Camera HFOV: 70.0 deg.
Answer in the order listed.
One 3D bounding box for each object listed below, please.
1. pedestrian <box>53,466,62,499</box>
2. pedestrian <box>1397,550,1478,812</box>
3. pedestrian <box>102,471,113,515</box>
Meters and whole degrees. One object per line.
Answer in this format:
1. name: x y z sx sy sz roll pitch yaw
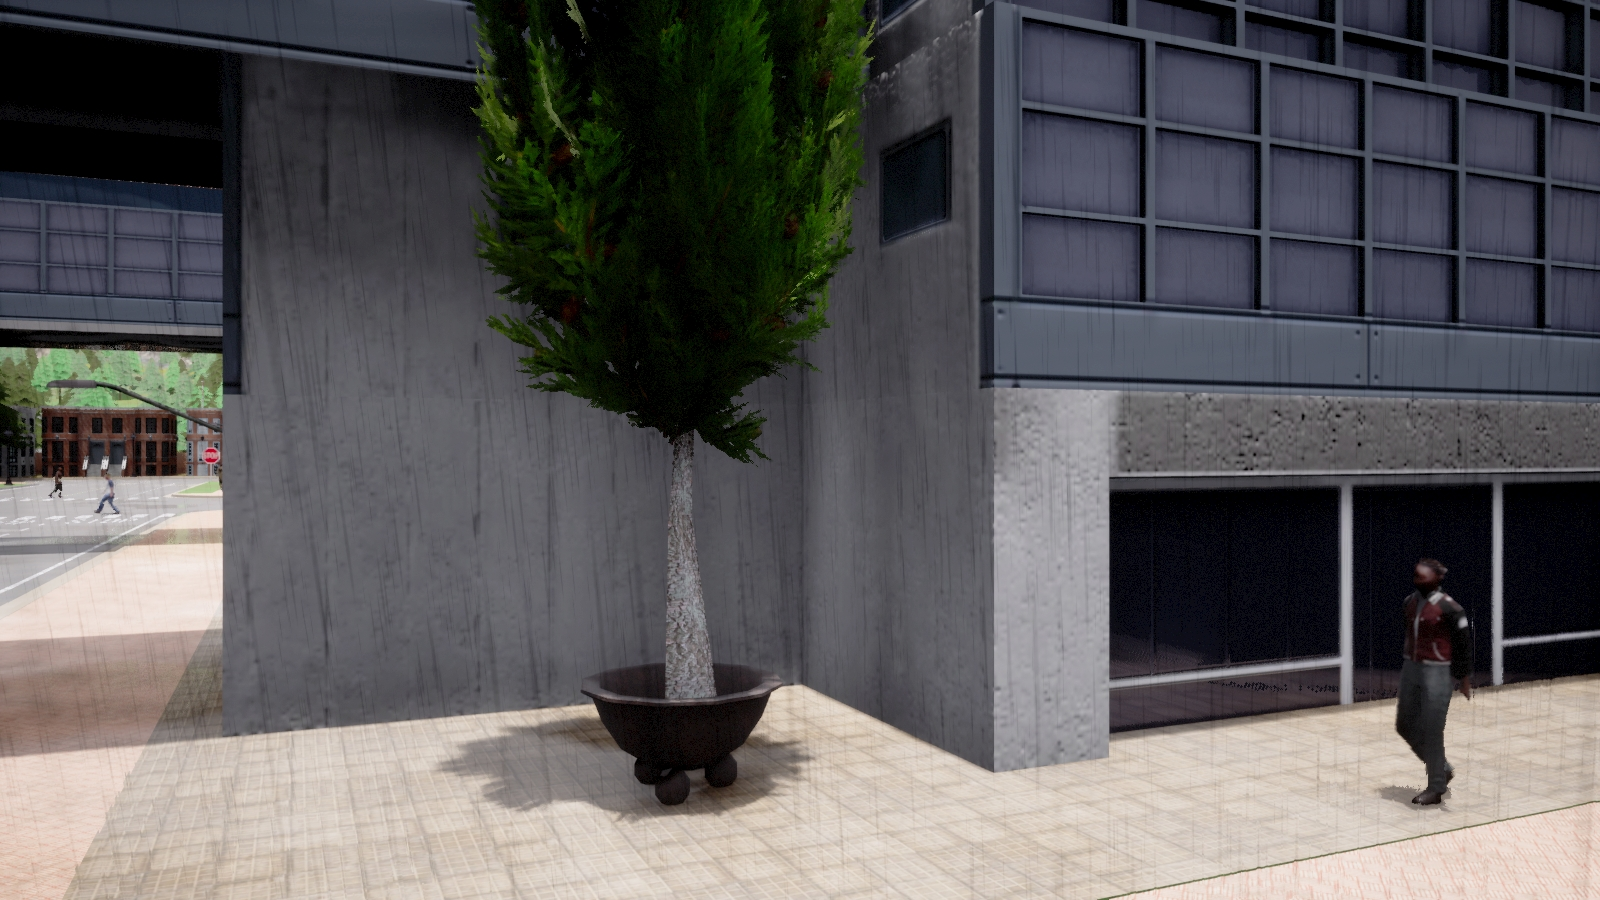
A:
1. pedestrian: -42.382 1.837 65.201 0.375 1.860 0.375 0 0 -23
2. pedestrian: 4.756 1.698 8.528 0.375 1.860 0.375 0 0 -22
3. pedestrian: -29.755 1.848 49.110 0.375 1.860 0.375 0 0 -24
